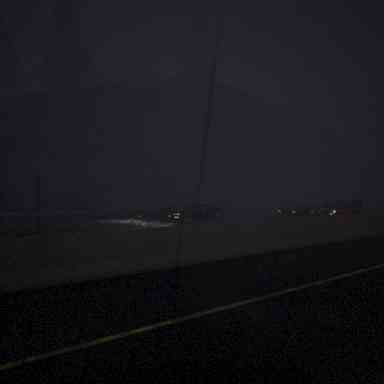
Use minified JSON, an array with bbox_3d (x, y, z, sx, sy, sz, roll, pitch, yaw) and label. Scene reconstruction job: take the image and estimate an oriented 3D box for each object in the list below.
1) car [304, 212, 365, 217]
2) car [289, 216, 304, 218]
[{"bbox_3d":[10.626,1.362,24.068,4.553,1.767,2.097,0,0,-32],"label":"car"},{"bbox_3d":[9.282,1.614,27.385,4.718,1.301,1.895,0,0,-32],"label":"car"}]
